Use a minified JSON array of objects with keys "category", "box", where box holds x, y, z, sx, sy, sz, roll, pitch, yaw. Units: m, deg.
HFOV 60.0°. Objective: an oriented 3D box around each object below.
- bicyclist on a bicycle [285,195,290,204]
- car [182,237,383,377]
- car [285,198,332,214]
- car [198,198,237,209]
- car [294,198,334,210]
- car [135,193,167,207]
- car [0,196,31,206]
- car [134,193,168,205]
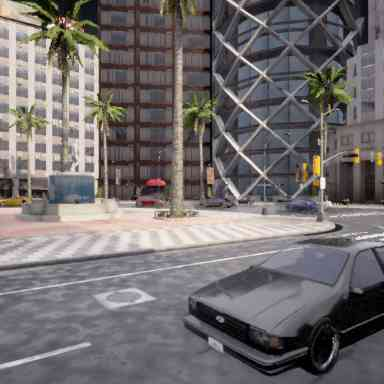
[{"category":"bicyclist on a bicycle","box":[15.720,1.300,54.592,0.582,1.620,1.656,0,0,42]},{"category":"car","box":[2.474,1.547,5.759,5.357,1.411,2.033,0,0,-35]},{"category":"car","box":[12.271,1.526,36.010,1.812,1.442,4.674,0,0,-37]},{"category":"car","box":[3.439,1.547,45.672,5.357,1.411,2.033,0,0,36]},{"category":"car","box":[15.833,1.525,43.337,1.812,1.442,4.674,0,0,-39]},{"category":"car","box":[-6.181,1.352,50.528,4.553,1.767,2.097,0,0,16]},{"category":"car","box":[-28.765,1.478,54.458,5.008,1.535,1.882,0,0,-14]},{"category":"car","box":[-7.194,1.221,58.340,5.566,2.045,2.150,0,0,14]}]
